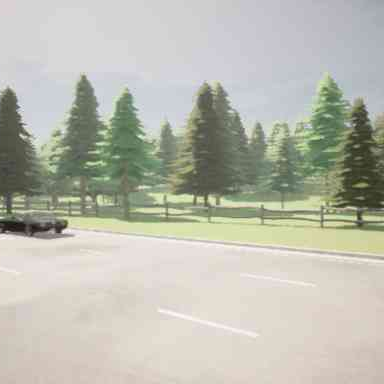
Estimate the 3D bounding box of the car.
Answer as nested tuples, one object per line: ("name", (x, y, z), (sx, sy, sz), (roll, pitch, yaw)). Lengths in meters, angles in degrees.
("car", (-9.315, 1.767, 19.228), (4.718, 1.301, 1.895), (0, 0, 35))
